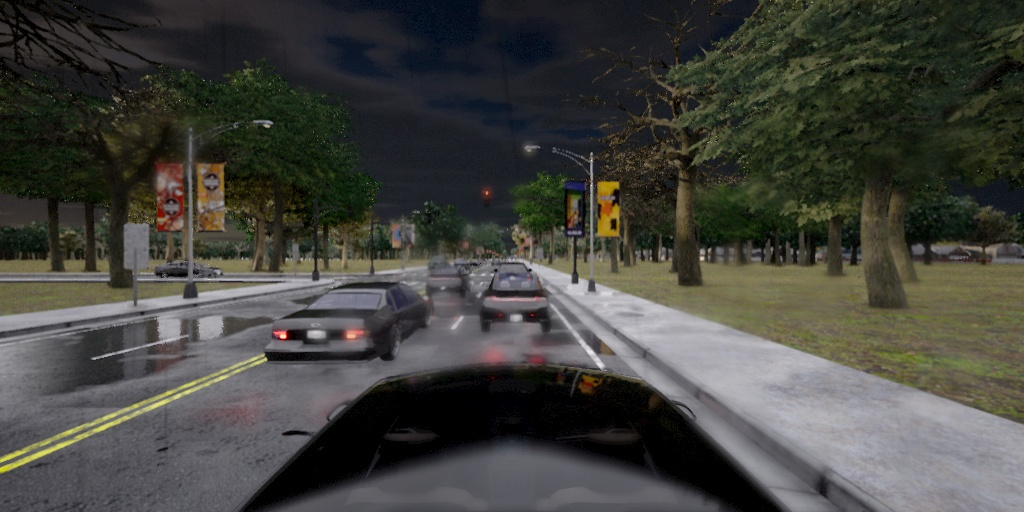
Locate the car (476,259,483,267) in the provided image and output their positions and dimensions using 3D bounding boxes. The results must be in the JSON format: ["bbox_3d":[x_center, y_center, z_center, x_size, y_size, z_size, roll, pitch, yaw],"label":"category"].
[{"bbox_3d":[-6.593,1.338,62.076,1.895,1.301,4.718,0,0,0],"label":"car"}]

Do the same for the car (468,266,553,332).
[{"bbox_3d":[0.099,1.236,10.786,2.128,1.511,4.902,0,0,0],"label":"car"}]

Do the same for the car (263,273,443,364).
[{"bbox_3d":[-3.139,1.293,8.192,2.033,1.411,5.357,0,0,-1],"label":"car"}]

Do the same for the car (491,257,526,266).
[{"bbox_3d":[0.057,1.092,19.760,2.097,1.767,4.553,0,0,0],"label":"car"}]

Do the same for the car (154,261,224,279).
[{"bbox_3d":[-27.205,1.198,30.278,4.902,1.511,2.128,0,0,0],"label":"car"}]

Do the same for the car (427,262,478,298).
[{"bbox_3d":[-3.144,1.232,18.426,2.128,1.511,4.902,0,0,-2],"label":"car"}]

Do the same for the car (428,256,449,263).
[{"bbox_3d":[-9.856,0.954,48.511,2.150,2.045,5.566,0,0,-1],"label":"car"}]

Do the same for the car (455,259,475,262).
[{"bbox_3d":[-6.612,1.281,47.749,2.033,1.411,5.357,0,0,0],"label":"car"}]
